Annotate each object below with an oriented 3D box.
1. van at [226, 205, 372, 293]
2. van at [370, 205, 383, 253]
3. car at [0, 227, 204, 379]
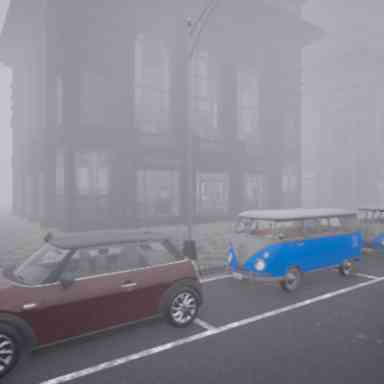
[{"bbox_3d":[2.724,1.334,8.595,3.998,1.788,1.690,0,0,-36],"label":"van"},{"bbox_3d":[7.312,1.330,11.869,3.998,1.788,1.690,0,0,-36],"label":"van"},{"bbox_3d":[-1.864,1.438,5.321,4.097,1.590,1.967,0,0,-36],"label":"car"}]
